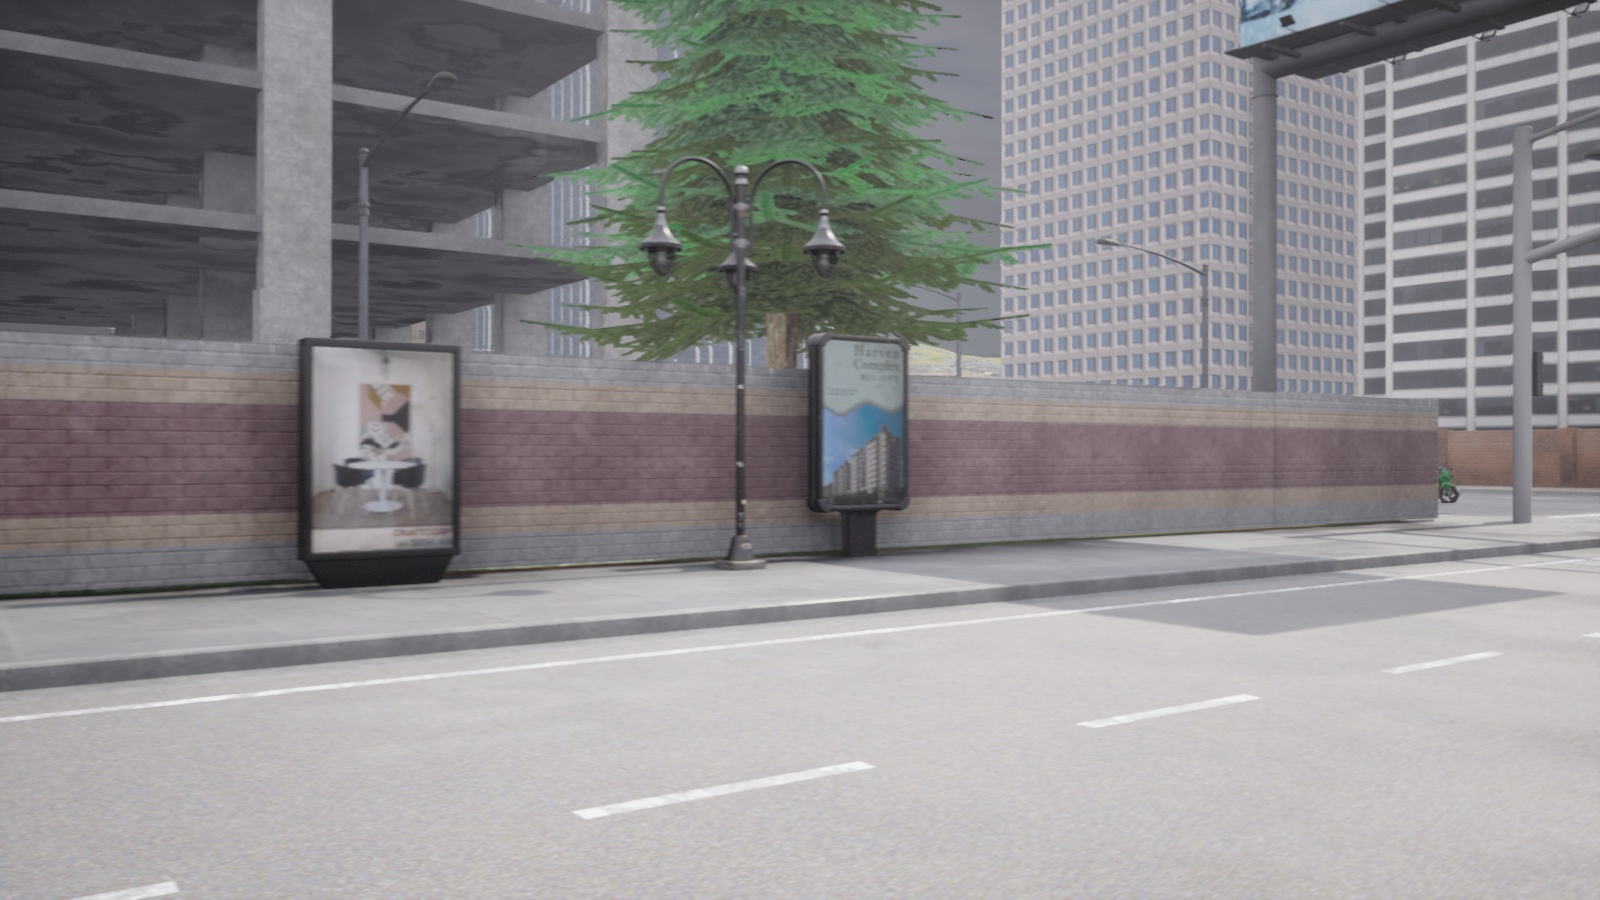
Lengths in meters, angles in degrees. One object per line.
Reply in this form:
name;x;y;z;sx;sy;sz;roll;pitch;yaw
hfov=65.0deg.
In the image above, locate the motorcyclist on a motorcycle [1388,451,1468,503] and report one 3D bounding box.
motorcyclist on a motorcycle;18.920;0.779;37.874;0.797;1.523;2.044;0;0;-35
